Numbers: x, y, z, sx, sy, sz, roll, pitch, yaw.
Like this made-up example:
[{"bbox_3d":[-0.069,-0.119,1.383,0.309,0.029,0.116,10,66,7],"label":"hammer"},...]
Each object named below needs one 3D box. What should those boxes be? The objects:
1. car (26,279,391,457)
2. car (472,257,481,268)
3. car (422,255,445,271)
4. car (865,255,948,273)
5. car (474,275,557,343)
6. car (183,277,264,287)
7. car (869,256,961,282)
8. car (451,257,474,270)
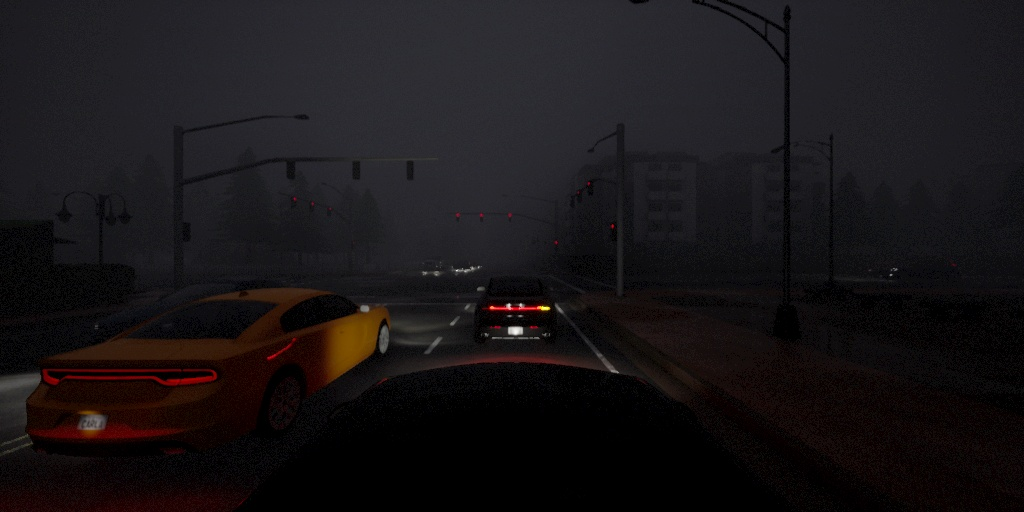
[{"bbox_3d":[-3.446,1.222,5.446,1.882,1.535,5.008,0,0,1],"label":"car"},{"bbox_3d":[-6.858,1.021,58.619,2.097,1.767,4.553,0,0,3],"label":"car"},{"bbox_3d":[-10.523,0.899,48.292,2.150,2.045,5.566,0,0,0],"label":"car"},{"bbox_3d":[34.925,0.926,31.521,5.566,2.045,2.150,0,0,16],"label":"car"},{"bbox_3d":[0.085,1.243,9.585,1.837,1.490,4.892,0,0,0],"label":"car"},{"bbox_3d":[-6.993,1.266,8.683,1.812,1.442,4.674,0,0,0],"label":"car"},{"bbox_3d":[32.142,1.061,28.562,4.553,1.767,2.097,0,0,15],"label":"car"},{"bbox_3d":[-7.026,1.237,50.971,1.994,1.385,4.181,0,0,0],"label":"car"}]
